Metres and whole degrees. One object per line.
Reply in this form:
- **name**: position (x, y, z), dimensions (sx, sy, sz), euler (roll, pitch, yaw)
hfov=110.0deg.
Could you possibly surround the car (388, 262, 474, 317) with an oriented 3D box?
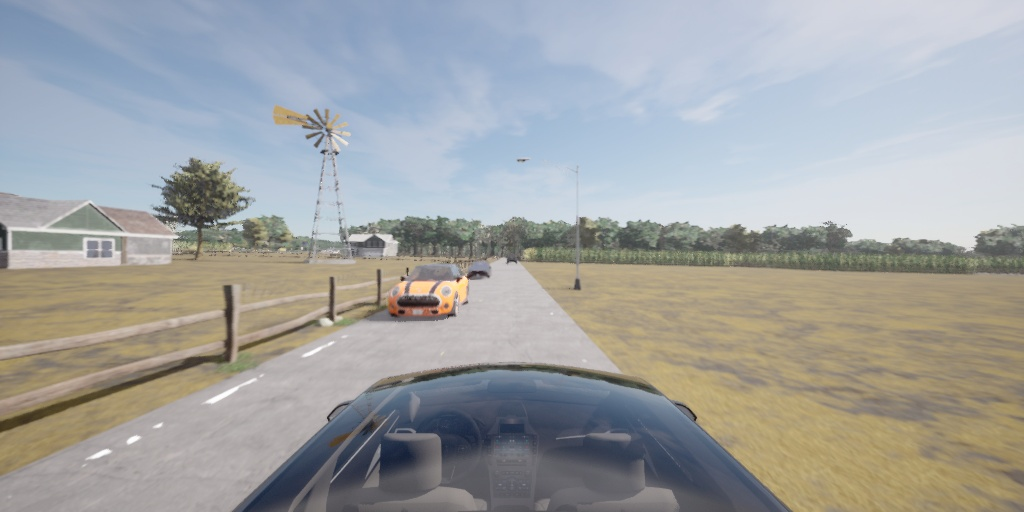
- **car**: position (-2.798, 1.081, 12.978), dimensions (2.097, 1.767, 4.553), euler (0, 0, 1)

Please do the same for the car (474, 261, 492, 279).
- **car**: position (-2.747, 1.192, 31.735), dimensions (2.033, 1.411, 5.357), euler (0, 0, 0)
